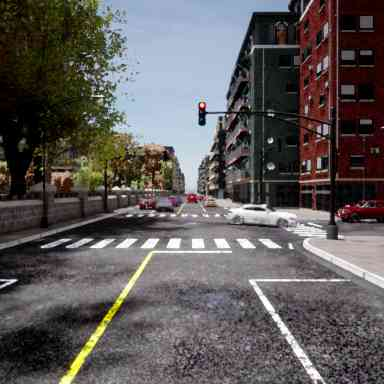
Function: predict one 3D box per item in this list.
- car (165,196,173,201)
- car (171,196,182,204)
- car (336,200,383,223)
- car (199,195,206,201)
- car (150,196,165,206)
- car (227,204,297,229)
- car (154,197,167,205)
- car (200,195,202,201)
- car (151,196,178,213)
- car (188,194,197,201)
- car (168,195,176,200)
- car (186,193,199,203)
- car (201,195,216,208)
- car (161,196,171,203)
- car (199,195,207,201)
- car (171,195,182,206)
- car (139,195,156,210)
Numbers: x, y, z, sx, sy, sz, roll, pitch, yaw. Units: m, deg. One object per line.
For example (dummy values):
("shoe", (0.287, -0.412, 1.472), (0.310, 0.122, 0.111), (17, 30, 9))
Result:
("car", (-5.647, 1.624, 82.683), (1.802, 1.307, 4.206), (0, 0, 0))
("car", (-2.986, 1.552, 65.646), (1.812, 1.442, 4.674), (0, 0, 0))
("car", (14.631, 1.591, 27.353), (5.009, 1.841, 2.192), (1, -1, 0))
("car", (2.736, 1.593, 88.214), (1.887, 1.381, 4.507), (0, 0, 0))
("car", (-5.663, 1.457, 55.007), (1.967, 1.590, 4.097), (0, 0, 0))
("car", (4.686, 1.568, 22.494), (4.674, 1.442, 1.812), (2, 2, 24))
("car", (-5.660, 1.566, 60.542), (1.887, 1.381, 4.507), (0, 0, 0))
("car", (2.718, 1.562, 55.003), (1.887, 1.381, 4.507), (0, 0, 0))
("car", (-3.058, 1.554, 37.986), (2.033, 1.411, 5.357), (0, 0, -1))
("car", (0.044, 1.306, 79.641), (2.097, 1.767, 4.553), (0, 0, 0))
("car", (-5.642, 1.580, 93.583), (1.752, 1.417, 4.829), (0, 0, 0))
("car", (0.039, 1.251, 69.281), (2.150, 2.045, 5.566), (0, 0, 0))
("car", (2.715, 1.538, 49.638), (1.752, 1.417, 4.829), (0, 0, 0))
("car", (-5.654, 1.613, 71.612), (1.802, 1.307, 4.206), (0, 0, 0))
("car", (2.733, 1.587, 82.679), (1.887, 1.381, 4.507), (0, 0, 0))
("car", (-3.062, 1.492, 51.584), (1.882, 1.535, 5.008), (0, 0, 0))
("car", (-5.669, 1.324, 43.937), (2.192, 1.841, 5.009), (0, 0, 0))
